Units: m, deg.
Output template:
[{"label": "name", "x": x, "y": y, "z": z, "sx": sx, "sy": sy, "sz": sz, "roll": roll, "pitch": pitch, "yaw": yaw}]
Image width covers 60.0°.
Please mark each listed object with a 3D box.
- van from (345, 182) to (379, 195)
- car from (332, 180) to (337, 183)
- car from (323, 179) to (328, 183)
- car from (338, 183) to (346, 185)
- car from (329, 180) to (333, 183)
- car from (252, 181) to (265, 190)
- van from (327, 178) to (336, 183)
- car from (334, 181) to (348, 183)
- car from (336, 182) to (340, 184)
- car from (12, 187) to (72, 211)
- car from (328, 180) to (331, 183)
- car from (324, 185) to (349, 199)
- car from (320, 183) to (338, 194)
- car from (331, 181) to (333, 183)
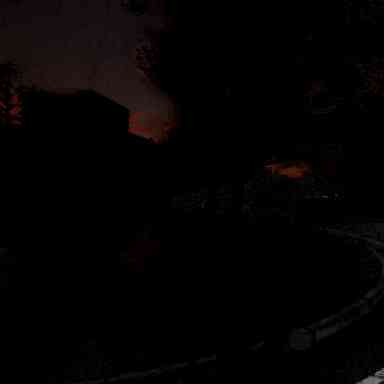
[{"label": "van", "x": 28.065, "y": -0.317, "z": 54.396, "sx": 4.442, "sy": 1.987, "sz": 1.878, "roll": 1, "pitch": 3, "yaw": 16}, {"label": "car", "x": 32.853, "y": -1.113, "z": 70.325, "sx": 4.553, "sy": 1.767, "sz": 2.185, "roll": 1, "pitch": 3, "yaw": 16}, {"label": "car", "x": 37.441, "y": -1.851, "z": 86.317, "sx": 4.792, "sy": 1.488, "sz": 2.163, "roll": 1, "pitch": 3, "yaw": 16}, {"label": "car", "x": 29.547, "y": -0.397, "z": 59.750, "sx": 5.366, "sy": 1.575, "sz": 1.946, "roll": 1, "pitch": 3, "yaw": 16}, {"label": "car", "x": 34.366, "y": -1.287, "z": 75.664, "sx": 5.008, "sy": 1.535, "sz": 2.097, "roll": 1, "pitch": 3, "yaw": 16}, {"label": "car", "x": 14.692, "y": -1.333, "z": 75.494, "sx": 2.033, "sy": 1.411, "sz": 5.357, "roll": 1, "pitch": 3, "yaw": 16}, {"label": "van", "x": 36.033, "y": -1.807, "z": 80.941, "sx": 4.442, "sy": 1.987, "sz": 1.878, "roll": 1, "pitch": 3, "yaw": 16}, {"label": "car", "x": 32.054, "y": -0.839, "z": 67.677, "sx": 5.008, "sy": 1.535, "sz": 2.097, "roll": 1, "pitch": 3, "yaw": 16}, {"label": "car", "x": 31.268, "y": -0.689, "z": 65.020, "sx": 4.892, "sy": 1.521, "sz": 2.231, "roll": 1, "pitch": 3, "yaw": 16}, {"label": "car", "x": -10.821, "y": 0.416, "z": 23.015, "sx": 4.553, "sy": 1.767, "sz": 2.097, "roll": -1, "pitch": 1, "yaw": -34}, {"label": "car", "x": 35.143, "y": -1.395, "z": 78.329, "sx": 4.674, "sy": 1.452, "sz": 2.002, "roll": 1, "pitch": 3, "yaw": 16}, {"label": "car", "x": 21.411, "y": 0.132, "z": 49.331, "sx": 1.837, "sy": 1.490, "sz": 4.892, "roll": 1, "pitch": 2, "yaw": 13}, {"label": "car", "x": 24.251, "y": -0.288, "z": 59.085, "sx": 1.994, "sy": 1.385, "sz": 4.181, "roll": 1, "pitch": 3, "yaw": 16}, {"label": "car", "x": 33.594, "y": -1.098, "z": 73.004, "sx": 4.674, "sy": 1.452, "sz": 2.002, "roll": 1, "pitch": 3, "yaw": 16}]
